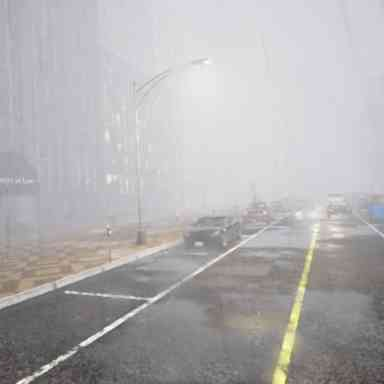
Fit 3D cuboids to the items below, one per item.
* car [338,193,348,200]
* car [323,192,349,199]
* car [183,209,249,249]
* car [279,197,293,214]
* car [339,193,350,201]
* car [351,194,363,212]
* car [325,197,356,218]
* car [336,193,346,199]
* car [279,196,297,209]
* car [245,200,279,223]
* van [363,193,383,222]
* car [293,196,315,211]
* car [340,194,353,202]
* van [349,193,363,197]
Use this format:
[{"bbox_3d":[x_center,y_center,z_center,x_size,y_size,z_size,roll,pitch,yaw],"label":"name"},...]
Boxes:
[{"bbox_3d":[33.591,0.996,73.940,1.752,1.417,4.829,-3,-1,22],"label":"car"},{"bbox_3d":[16.304,0.977,37.985,2.150,2.045,5.566,-3,0,22],"label":"car"},{"bbox_3d":[1.077,1.702,15.396,1.947,1.339,4.313,-3,-1,22],"label":"car"},{"bbox_3d":[9.303,1.582,35.898,2.008,1.369,4.403,-3,-1,22],"label":"car"},{"bbox_3d":[31.535,1.016,68.813,1.752,1.417,4.829,-3,-1,22],"label":"car"},{"bbox_3d":[17.073,1.199,32.778,1.887,1.381,4.507,-3,-1,22],"label":"car"},{"bbox_3d":[12.180,1.403,27.615,1.895,1.301,4.718,-3,-1,22],"label":"car"},{"bbox_3d":[37.643,0.978,84.033,1.887,1.381,4.507,-3,-1,22],"label":"car"},{"bbox_3d":[13.413,1.422,46.151,1.967,1.590,4.097,-3,-1,22],"label":"car"},{"bbox_3d":[5.185,1.522,25.650,1.967,1.590,4.097,-3,-1,22],"label":"car"},{"bbox_3d":[12.949,1.046,22.530,1.690,1.788,3.998,-3,-1,22],"label":"van"},{"bbox_3d":[13.241,1.495,38.577,1.895,1.301,4.718,-3,-1,22],"label":"car"},{"bbox_3d":[29.416,1.078,63.531,1.947,1.339,4.313,-3,-1,22],"label":"car"},{"bbox_3d":[19.120,0.971,37.906,1.690,1.788,3.998,-3,-1,22],"label":"van"}]
